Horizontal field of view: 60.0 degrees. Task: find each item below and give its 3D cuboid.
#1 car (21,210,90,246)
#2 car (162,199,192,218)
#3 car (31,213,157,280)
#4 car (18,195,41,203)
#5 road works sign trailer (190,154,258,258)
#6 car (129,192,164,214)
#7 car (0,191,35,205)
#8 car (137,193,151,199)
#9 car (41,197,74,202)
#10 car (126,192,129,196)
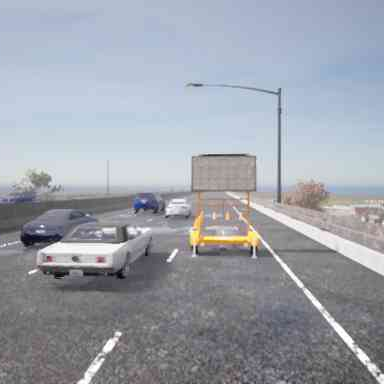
[{"bbox_3d":[-5.567,1.457,14.627,1.994,1.385,4.181,0,0,5],"label":"car"},{"bbox_3d":[-1.019,1.339,27.555,1.812,1.442,4.674,0,0,5],"label":"car"},{"bbox_3d":[-2.443,1.531,9.774,1.895,1.301,4.718,0,0,5],"label":"car"},{"bbox_3d":[-17.854,1.307,39.082,1.895,1.301,4.718,0,0,5],"label":"car"},{"bbox_3d":[1.184,0.383,12.451,2.380,3.560,2.880,0,0,5],"label":"road works sign trailer"},{"bbox_3d":[-4.119,0.994,32.693,2.150,2.045,5.566,0,0,5],"label":"car"},{"bbox_3d":[-21.230,0.910,40.733,2.150,2.045,5.566,0,0,5],"label":"car"},{"bbox_3d":[-11.170,0.901,77.456,2.128,1.511,4.902,0,0,5],"label":"car"},{"bbox_3d":[-14.501,1.251,37.115,1.812,1.442,4.674,0,0,5],"label":"car"},{"bbox_3d":[-14.495,0.681,79.784,1.837,1.490,4.892,0,0,5],"label":"car"}]
